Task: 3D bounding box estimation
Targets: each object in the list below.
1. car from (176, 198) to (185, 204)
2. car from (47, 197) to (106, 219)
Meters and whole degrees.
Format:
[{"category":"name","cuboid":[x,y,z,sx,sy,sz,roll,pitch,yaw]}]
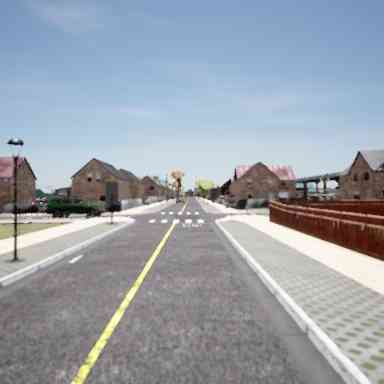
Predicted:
[{"category":"car","cuboid":[-2.782,2.180,80.539,1.994,1.385,4.181,0,0,0]},{"category":"car","cuboid":[-11.500,1.521,33.120,5.566,2.045,2.150,0,-1,1]}]
